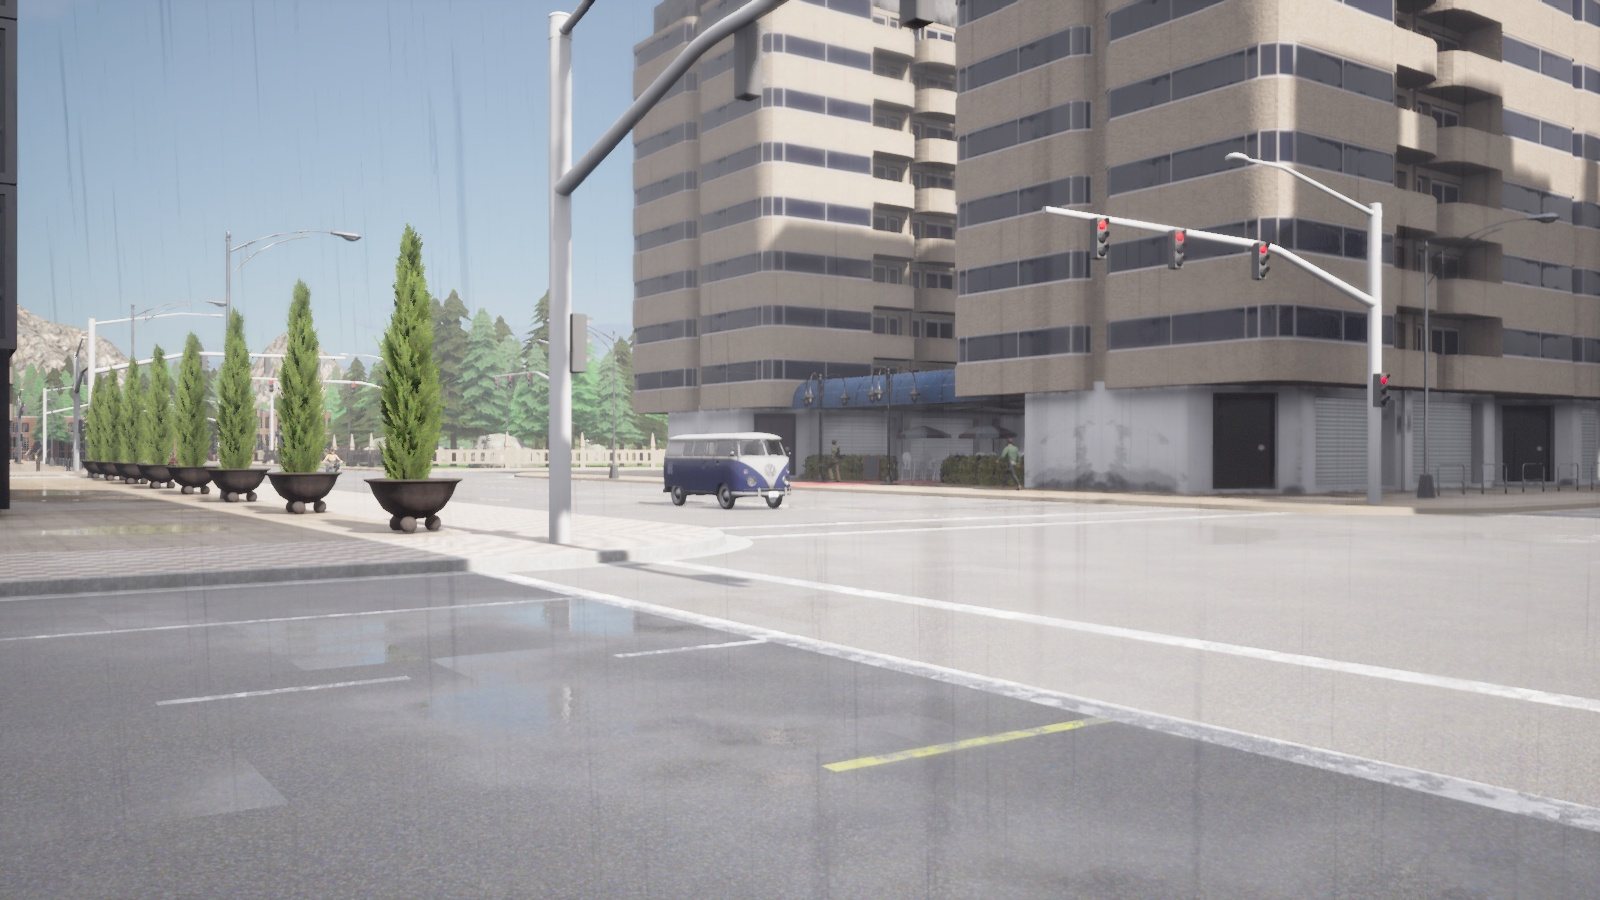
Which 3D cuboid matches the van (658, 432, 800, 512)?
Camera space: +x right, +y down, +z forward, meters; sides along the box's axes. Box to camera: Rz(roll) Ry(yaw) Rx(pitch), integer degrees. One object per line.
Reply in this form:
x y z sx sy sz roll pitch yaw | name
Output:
-1.987 0.558 33.753 1.775 1.987 4.442 0 0 -35 | van

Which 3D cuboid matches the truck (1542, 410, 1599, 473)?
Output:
50.069 -0.521 75.942 2.891 3.827 8.468 0 0 -34 | truck

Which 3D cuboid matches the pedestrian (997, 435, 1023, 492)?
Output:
7.266 0.448 43.457 0.423 1.949 0.788 0 0 -36 | pedestrian

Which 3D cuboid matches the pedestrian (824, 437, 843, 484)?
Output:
1.381 0.446 52.050 0.395 1.930 0.692 0 0 -41 | pedestrian
